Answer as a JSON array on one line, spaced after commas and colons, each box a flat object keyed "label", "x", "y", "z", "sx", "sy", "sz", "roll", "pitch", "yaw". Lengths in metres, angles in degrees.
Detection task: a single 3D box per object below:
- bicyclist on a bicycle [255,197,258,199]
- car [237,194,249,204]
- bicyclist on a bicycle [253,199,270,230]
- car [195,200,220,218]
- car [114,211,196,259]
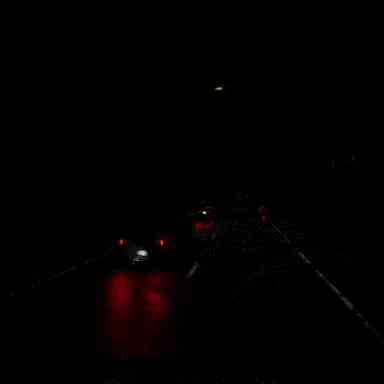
[{"label": "bicyclist on a bicycle", "x": 5.682, "y": 1.356, "z": 29.289, "sx": 0.659, "sy": 1.776, "sz": 1.843, "roll": 0, "pitch": 0, "yaw": 8}, {"label": "car", "x": 9.830, "y": 1.532, "z": 63.398, "sx": 1.994, "sy": 1.385, "sz": 4.181, "roll": 0, "pitch": 0, "yaw": 9}, {"label": "bicyclist on a bicycle", "x": 4.308, "y": 1.426, "z": 20.142, "sx": 0.866, "sy": 1.612, "sz": 1.509, "roll": 0, "pitch": 0, "yaw": 9}, {"label": "car", "x": 1.423, "y": 1.487, "z": 30.330, "sx": 1.837, "sy": 1.490, "sz": 4.892, "roll": 0, "pitch": 0, "yaw": 8}, {"label": "car", "x": -1.207, "y": 1.592, "z": 12.513, "sx": 1.895, "sy": 1.301, "sz": 4.718, "roll": 0, "pitch": 0, "yaw": 8}]
